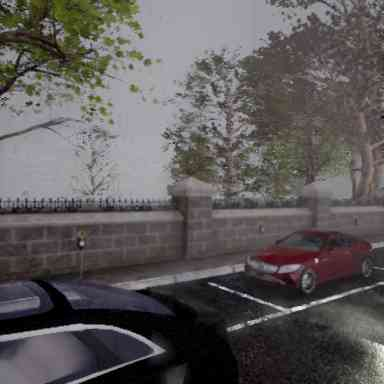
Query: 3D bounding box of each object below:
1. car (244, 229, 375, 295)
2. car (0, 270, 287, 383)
[{"bbox_3d":[3.293,1.676,8.908,4.206,1.307,1.802,1,0,-35],"label":"car"},{"bbox_3d":[-1.823,1.488,2.126,4.902,1.511,2.128,1,-1,-38],"label":"car"}]
